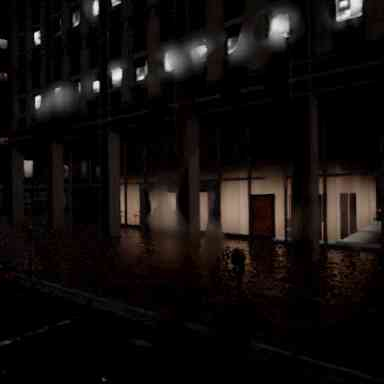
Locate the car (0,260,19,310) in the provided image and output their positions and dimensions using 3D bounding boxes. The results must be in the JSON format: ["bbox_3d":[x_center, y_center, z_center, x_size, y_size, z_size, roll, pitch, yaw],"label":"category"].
[{"bbox_3d":[-4.963,1.550,6.439,4.206,1.307,1.802,0,-1,36],"label":"car"}]
